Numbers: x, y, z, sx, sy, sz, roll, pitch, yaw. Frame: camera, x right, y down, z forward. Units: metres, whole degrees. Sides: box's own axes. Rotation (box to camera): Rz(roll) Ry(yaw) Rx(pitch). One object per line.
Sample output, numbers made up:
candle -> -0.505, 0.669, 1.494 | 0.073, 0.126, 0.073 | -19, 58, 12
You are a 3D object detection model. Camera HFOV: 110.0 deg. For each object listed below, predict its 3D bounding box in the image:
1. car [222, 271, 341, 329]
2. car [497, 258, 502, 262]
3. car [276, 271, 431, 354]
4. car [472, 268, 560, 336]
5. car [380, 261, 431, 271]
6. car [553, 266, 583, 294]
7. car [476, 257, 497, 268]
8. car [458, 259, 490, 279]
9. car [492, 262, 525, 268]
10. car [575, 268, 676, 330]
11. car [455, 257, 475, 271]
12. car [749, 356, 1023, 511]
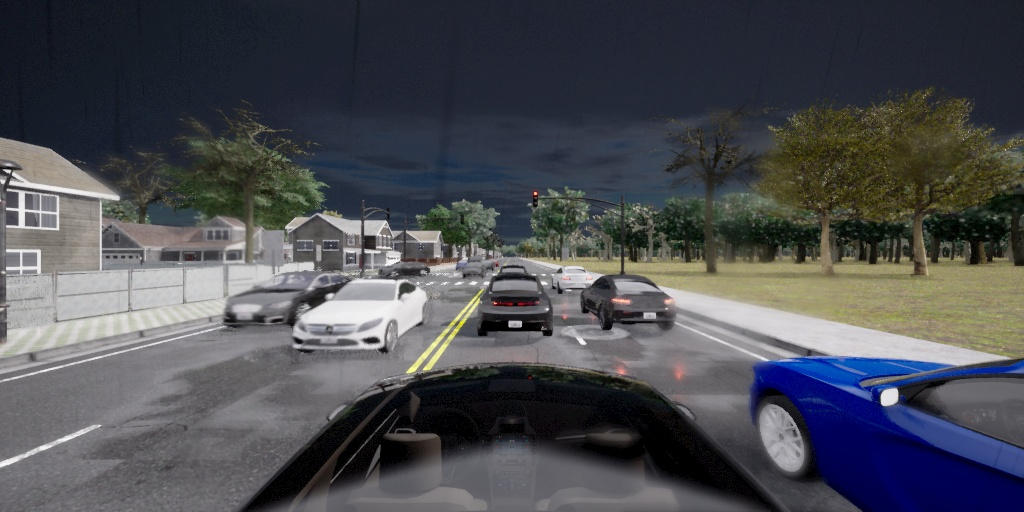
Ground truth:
car -> -6.594, 1.243, 11.305 | 2.128, 1.511, 4.902 | 0, 0, 0
car -> -3.279, 1.205, 62.346 | 1.882, 1.535, 5.008 | 0, 0, 0
car -> -3.347, 1.275, 8.880 | 1.812, 1.442, 4.674 | 0, 0, 0
car -> 0.089, 1.255, 10.326 | 1.837, 1.490, 4.892 | 0, 0, 0
car -> -10.261, 1.264, 34.676 | 4.892, 1.490, 1.837 | 0, 3, -41
car -> 3.322, 1.276, 20.069 | 1.812, 1.442, 4.674 | 0, 0, 0
car -> -3.313, 1.218, 47.118 | 1.882, 1.535, 5.008 | 0, 0, 0
car -> -3.329, 1.255, 32.232 | 1.837, 1.490, 4.892 | 0, 0, 0
car -> 0.069, 1.255, 19.742 | 1.837, 1.490, 4.892 | 0, 0, 0
car -> 3.339, 1.276, 10.964 | 1.812, 1.442, 4.674 | 0, 0, 0
car -> -6.565, 1.264, 49.232 | 1.812, 1.442, 4.674 | 0, 0, 0
car -> 3.350, 1.228, 1.649 | 1.882, 1.535, 5.008 | 0, 0, 0
